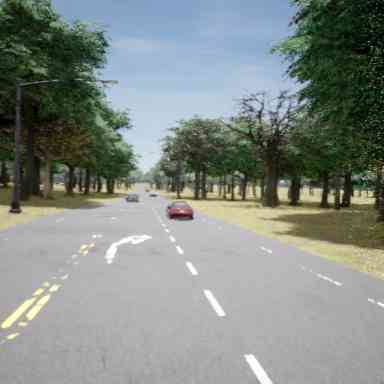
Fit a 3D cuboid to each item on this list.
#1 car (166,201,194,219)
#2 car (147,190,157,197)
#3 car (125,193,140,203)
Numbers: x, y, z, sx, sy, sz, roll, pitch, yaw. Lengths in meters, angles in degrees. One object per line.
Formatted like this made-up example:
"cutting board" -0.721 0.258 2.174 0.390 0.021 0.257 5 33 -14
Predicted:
"car" -1.067 1.477 28.185 1.994 1.385 4.181 2 0 -9
"car" -10.511 0.724 89.412 1.895 1.301 4.718 2 1 -9
"car" -9.873 1.013 55.503 1.837 1.490 4.892 2 1 -2
